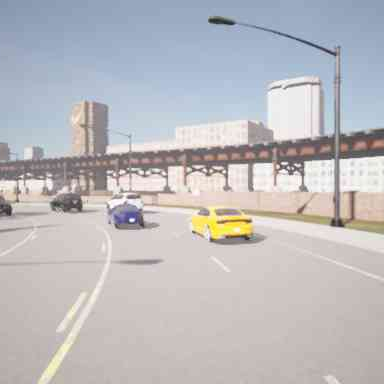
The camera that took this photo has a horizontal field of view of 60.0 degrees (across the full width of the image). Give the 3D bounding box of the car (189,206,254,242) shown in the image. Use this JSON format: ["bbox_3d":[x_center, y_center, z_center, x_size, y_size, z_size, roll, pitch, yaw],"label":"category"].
[{"bbox_3d":[1.221,1.392,15.955,1.882,1.535,5.008,0,0,-14],"label":"car"}]

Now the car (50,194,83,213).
[{"bbox_3d":[-14.339,1.230,37.936,2.150,2.045,5.566,-1,0,-41],"label":"car"}]

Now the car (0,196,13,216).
[{"bbox_3d":[-19.491,1.376,32.897,2.150,2.045,5.566,-1,0,-41],"label":"car"}]

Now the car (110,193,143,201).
[{"bbox_3d":[-6.852,1.130,33.836,2.150,2.045,5.566,-1,0,-33],"label":"car"}]

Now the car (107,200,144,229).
[{"bbox_3d":[-4.351,1.479,21.604,1.812,1.442,4.674,-1,0,-21],"label":"car"}]
